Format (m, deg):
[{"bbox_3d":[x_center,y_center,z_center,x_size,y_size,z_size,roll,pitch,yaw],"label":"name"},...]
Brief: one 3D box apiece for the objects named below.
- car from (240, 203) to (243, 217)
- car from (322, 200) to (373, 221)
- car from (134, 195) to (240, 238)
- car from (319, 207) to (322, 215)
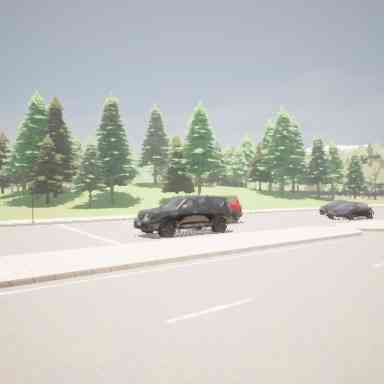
[{"bbox_3d":[1.075,1.222,23.239,5.566,2.045,2.150,0,0,-35],"label":"car"},{"bbox_3d":[13.060,1.525,27.307,4.674,1.442,1.812,0,0,-34],"label":"car"},{"bbox_3d":[-0.330,1.222,17.941,5.566,2.045,2.150,0,0,-35],"label":"car"},{"bbox_3d":[14.377,1.525,32.466,4.674,1.442,1.812,0,0,-35],"label":"car"}]
